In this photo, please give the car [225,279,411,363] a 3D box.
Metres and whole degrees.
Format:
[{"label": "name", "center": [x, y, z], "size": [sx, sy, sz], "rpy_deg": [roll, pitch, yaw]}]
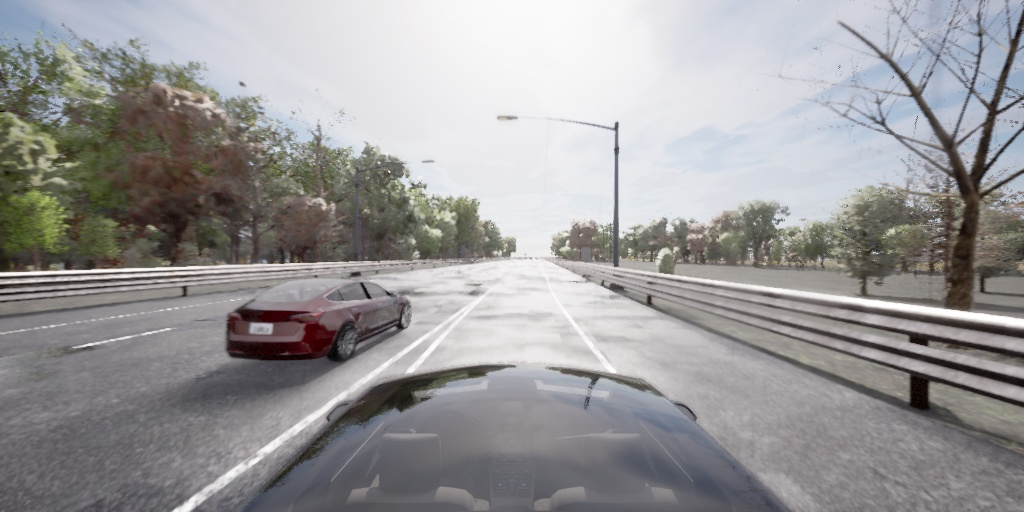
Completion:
[{"label": "car", "center": [-3.923, 1.232, 8.188], "size": [2.163, 1.488, 4.792], "rpy_deg": [0, 0, 4]}]
